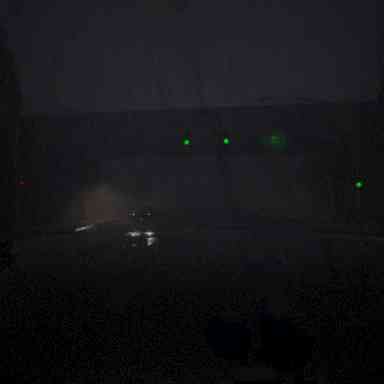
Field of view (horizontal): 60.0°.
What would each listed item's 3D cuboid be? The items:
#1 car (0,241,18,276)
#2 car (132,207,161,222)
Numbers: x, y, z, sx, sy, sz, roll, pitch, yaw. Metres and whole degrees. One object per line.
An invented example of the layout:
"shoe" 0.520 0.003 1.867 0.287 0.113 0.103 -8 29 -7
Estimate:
"car" -6.304 1.762 7.740 2.033 1.411 5.357 -1 -1 3
"car" -4.402 2.126 32.331 1.895 1.301 4.718 -1 -1 6
